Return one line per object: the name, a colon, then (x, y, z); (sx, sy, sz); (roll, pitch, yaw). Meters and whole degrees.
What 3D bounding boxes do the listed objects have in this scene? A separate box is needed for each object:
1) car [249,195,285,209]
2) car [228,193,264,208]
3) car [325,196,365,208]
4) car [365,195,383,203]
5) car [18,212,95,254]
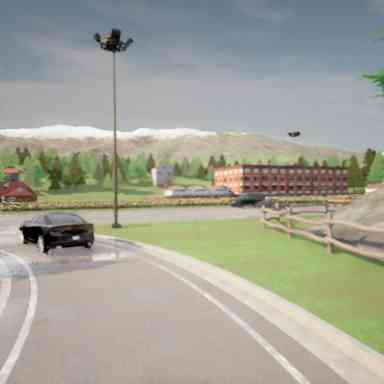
car: (10.301, 1.512, 44.124); (4.181, 1.385, 1.994); (-1, 0, -22)
car: (7.851, 1.205, 46.912); (5.566, 2.045, 2.150); (-1, 0, -22)
car: (20.016, 1.295, 44.274); (5.008, 1.535, 1.882); (-1, 0, -22)
car: (29.723, 1.256, 55.622); (5.357, 1.411, 2.033); (-1, 0, -22)
car: (-5.922, 1.586, 14.267); (1.882, 1.535, 5.008); (0, -1, -40)
